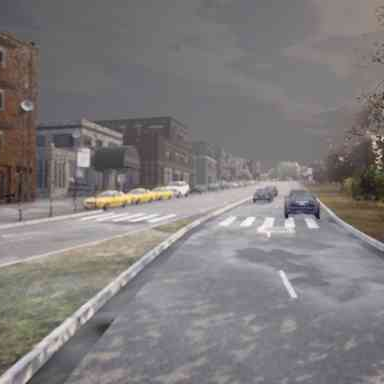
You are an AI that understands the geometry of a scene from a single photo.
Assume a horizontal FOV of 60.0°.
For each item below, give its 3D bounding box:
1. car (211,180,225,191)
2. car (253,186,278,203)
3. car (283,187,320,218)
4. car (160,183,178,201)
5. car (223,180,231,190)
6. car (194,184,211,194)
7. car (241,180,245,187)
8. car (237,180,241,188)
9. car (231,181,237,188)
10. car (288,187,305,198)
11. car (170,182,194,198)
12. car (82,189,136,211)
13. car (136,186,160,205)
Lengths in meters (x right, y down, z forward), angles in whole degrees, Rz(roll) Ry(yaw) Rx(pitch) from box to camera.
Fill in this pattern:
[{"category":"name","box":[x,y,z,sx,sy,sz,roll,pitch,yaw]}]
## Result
[{"category":"car","box":[4.334,-0.958,64.858,2.231,1.521,4.892,0,2,17]},{"category":"car","box":[7.476,0.344,34.717,2.033,1.411,5.357,0,2,18]},{"category":"car","box":[7.211,0.653,22.135,2.097,1.767,4.553,0,2,15]},{"category":"car","box":[-3.744,0.158,38.131,1.946,1.575,5.366,0,2,17]},{"category":"car","box":[5.919,-1.430,70.099,2.435,2.045,5.566,0,2,17]},{"category":"car","box":[1.126,-0.485,54.255,2.163,1.488,4.792,0,2,17]},{"category":"car","box":[12.288,-2.188,91.180,2.185,1.767,4.553,0,2,17]},{"category":"car","box":[10.630,-1.835,85.693,1.946,1.575,5.366,0,2,17]},{"category":"car","box":[8.590,-1.556,79.137,2.231,1.521,4.892,0,2,18]},{"category":"car","box":[13.378,0.035,42.697,1.895,1.301,4.718,0,2,17]},{"category":"car","box":[-2.064,-0.323,43.677,2.435,2.045,5.566,0,2,17]},{"category":"car","box":[-6.947,0.603,27.567,1.946,1.575,5.366,0,2,17]},{"category":"car","box":[-5.341,0.379,32.847,1.946,1.575,5.366,0,2,17]}]
